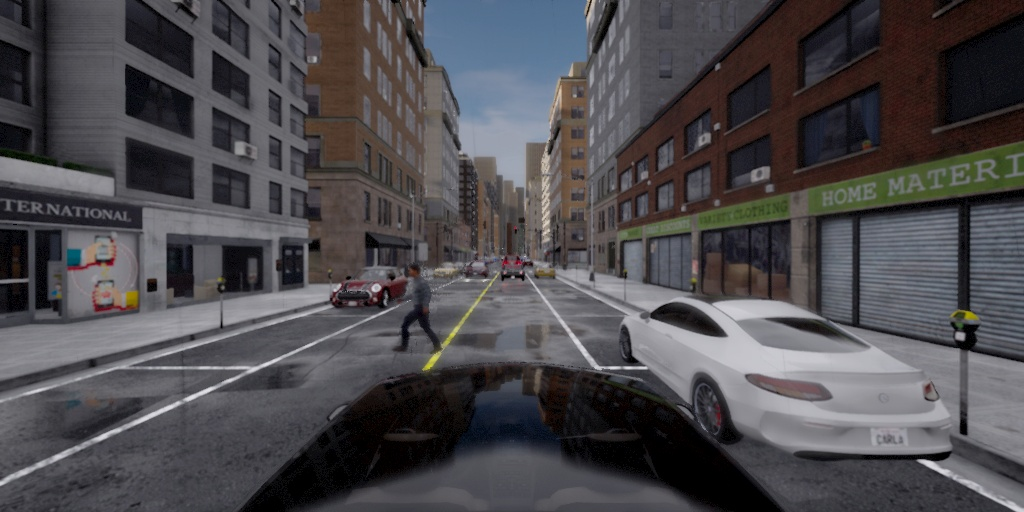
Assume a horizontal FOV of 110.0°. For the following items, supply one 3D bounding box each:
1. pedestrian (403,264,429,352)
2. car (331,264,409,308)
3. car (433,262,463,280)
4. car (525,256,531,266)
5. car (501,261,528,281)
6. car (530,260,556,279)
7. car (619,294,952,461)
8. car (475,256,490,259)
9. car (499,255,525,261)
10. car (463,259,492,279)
[{"bbox_3d":[-1.896,1.035,7.128,0.375,1.860,0.375,0,0,-10],"label":"pedestrian"},{"bbox_3d":[-5.669,1.166,14.752,1.967,1.591,4.097,0,0,0],"label":"car"},{"bbox_3d":[-5.668,1.224,31.159,1.751,1.417,4.829,0,0,0],"label":"car"},{"bbox_3d":[2.858,1.203,63.627,1.888,1.381,4.507,0,0,0],"label":"car"},{"bbox_3d":[0.081,1.303,29.272,1.895,1.301,4.718,0,0,0],"label":"car"},{"bbox_3d":[2.857,1.224,31.498,1.751,1.417,4.829,0,0,0],"label":"car"},{"bbox_3d":[3.000,1.270,5.156,1.812,1.442,4.674,0,0,0],"label":"car"},{"bbox_3d":[-5.668,0.972,63.628,2.192,1.841,5.009,0,0,0],"label":"car"},{"bbox_3d":[0.001,0.908,39.505,2.150,2.045,5.566,0,0,0],"label":"car"},{"bbox_3d":[-3.076,1.222,32.319,1.812,1.442,4.674,0,0,0],"label":"car"}]
